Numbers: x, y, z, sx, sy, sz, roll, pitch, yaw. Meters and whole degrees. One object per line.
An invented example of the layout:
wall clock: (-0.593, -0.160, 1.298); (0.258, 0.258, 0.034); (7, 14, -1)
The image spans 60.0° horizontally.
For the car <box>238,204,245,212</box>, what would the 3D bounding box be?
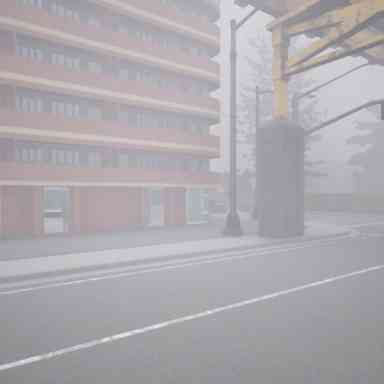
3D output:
car: (7.044, 1.525, 35.996); (1.812, 1.442, 4.674); (0, 0, -35)

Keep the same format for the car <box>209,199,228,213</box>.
car: (1.939, 1.526, 36.865); (1.812, 1.442, 4.674); (0, 0, -35)

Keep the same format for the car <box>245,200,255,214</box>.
car: (7.337, 1.478, 29.196); (1.882, 1.535, 5.008); (0, 0, -35)
